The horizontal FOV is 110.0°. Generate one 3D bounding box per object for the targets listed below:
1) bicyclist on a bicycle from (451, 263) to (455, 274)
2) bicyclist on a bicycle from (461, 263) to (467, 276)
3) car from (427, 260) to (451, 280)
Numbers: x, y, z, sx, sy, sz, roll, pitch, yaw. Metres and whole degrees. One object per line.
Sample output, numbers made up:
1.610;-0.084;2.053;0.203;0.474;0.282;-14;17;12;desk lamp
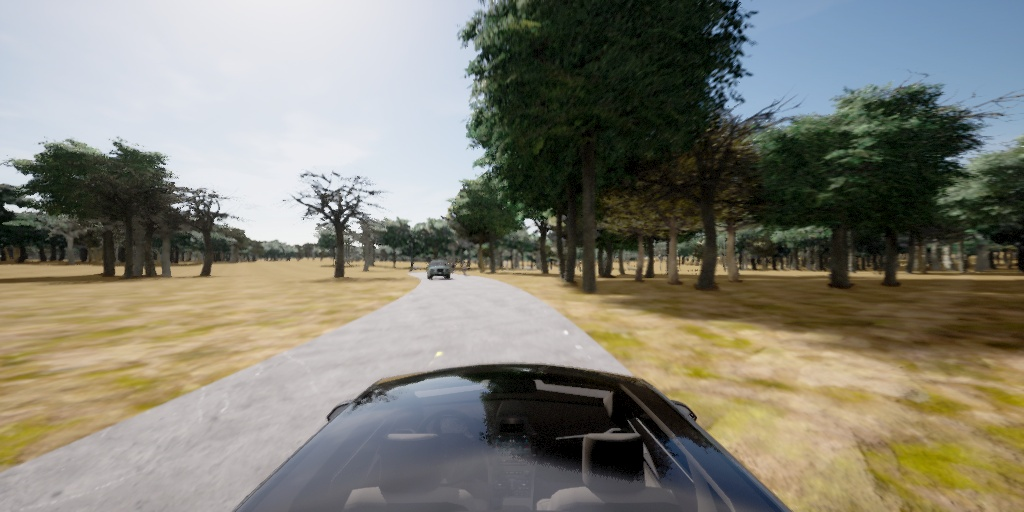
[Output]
-9.086;1.907;55.307;0.659;1.776;1.843;0;-2;-19;bicyclist on a bicycle
-6.195;1.766;46.684;0.866;1.612;1.509;-1;-1;-18;bicyclist on a bicycle
-7.902;1.468;38.665;2.150;2.045;5.566;-1;-1;-15;car
